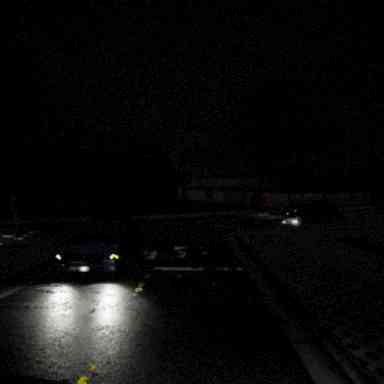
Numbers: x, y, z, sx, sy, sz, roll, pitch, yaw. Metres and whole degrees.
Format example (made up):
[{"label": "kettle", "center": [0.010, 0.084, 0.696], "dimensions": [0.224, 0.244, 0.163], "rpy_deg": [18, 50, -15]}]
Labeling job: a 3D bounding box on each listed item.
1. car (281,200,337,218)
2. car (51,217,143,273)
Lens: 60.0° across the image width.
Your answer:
[{"label": "car", "center": [10.230, 1.378, 28.820], "dimensions": [5.357, 1.411, 2.033], "rpy_deg": [-1, 3, -30]}, {"label": "car", "center": [-2.777, 1.568, 11.048], "dimensions": [2.033, 1.411, 5.357], "rpy_deg": [0, 0, -1]}]
